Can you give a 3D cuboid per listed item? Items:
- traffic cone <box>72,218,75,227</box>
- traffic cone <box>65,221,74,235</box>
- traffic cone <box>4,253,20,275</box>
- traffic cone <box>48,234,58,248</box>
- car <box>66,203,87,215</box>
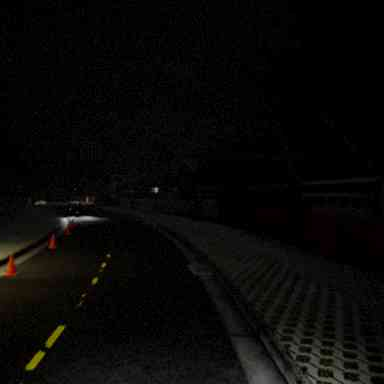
[{"bbox_3d":[-8.465,2.151,23.607,0.340,0.580,0.340,0,0,-19],"label":"traffic cone"},{"bbox_3d":[-7.064,2.115,18.969,0.340,0.580,0.340,0,0,-15],"label":"traffic cone"},{"bbox_3d":[-5.135,2.042,9.476,0.340,0.580,0.340,0,0,-8],"label":"traffic cone"},{"bbox_3d":[-5.952,2.079,14.252,0.340,0.580,0.340,0,0,-11],"label":"traffic cone"},{"bbox_3d":[-13.179,1.906,37.617,1.895,1.301,4.718,0,0,-24],"label":"car"}]
